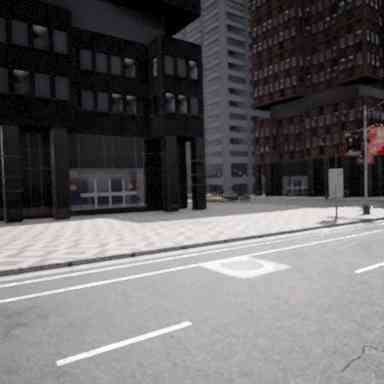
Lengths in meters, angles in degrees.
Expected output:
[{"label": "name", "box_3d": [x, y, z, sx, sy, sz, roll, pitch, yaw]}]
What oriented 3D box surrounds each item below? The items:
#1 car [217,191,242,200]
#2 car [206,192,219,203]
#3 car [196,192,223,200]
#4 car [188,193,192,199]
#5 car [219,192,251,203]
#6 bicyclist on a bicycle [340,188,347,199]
[{"label": "car", "box_3d": [6.866, 0.647, 61.311, 1.887, 1.381, 4.507, -3, 1, -35]}, {"label": "car", "box_3d": [3.145, 0.935, 51.825, 1.752, 1.417, 4.829, -3, 1, -35]}, {"label": "car", "box_3d": [3.167, 0.765, 61.785, 2.033, 1.411, 5.357, -3, 1, -35]}, {"label": "car", "box_3d": [0.495, 0.671, 70.303, 1.752, 1.417, 4.829, -3, 1, -35]}, {"label": "car", "box_3d": [6.888, 0.801, 51.173, 1.837, 1.490, 4.892, -3, 1, -35]}, {"label": "bicyclist on a bicycle", "box_3d": [21.074, 0.220, 46.200, 1.656, 1.620, 0.582, -3, 2, -35]}]
